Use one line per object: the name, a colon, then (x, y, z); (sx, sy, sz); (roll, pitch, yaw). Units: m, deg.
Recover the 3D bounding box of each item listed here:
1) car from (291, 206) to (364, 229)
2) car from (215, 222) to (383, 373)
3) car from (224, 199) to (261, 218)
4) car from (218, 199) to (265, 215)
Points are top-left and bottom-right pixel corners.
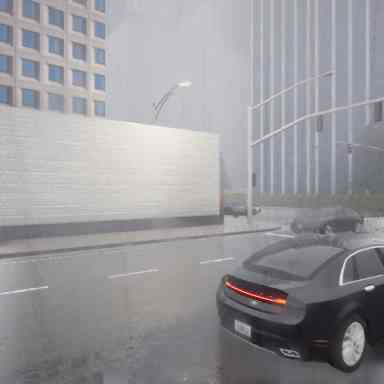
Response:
car: (7.318, 1.517, 17.805); (4.892, 1.490, 1.837); (1, 0, -35)
car: (2.636, 1.505, 5.676); (4.892, 1.490, 1.837); (0, 0, -35)
car: (3.592, 1.603, 31.555); (2.033, 1.411, 5.357); (0, 0, -36)
car: (5.157, 1.547, 35.386); (2.128, 1.511, 4.902); (0, 0, -36)
